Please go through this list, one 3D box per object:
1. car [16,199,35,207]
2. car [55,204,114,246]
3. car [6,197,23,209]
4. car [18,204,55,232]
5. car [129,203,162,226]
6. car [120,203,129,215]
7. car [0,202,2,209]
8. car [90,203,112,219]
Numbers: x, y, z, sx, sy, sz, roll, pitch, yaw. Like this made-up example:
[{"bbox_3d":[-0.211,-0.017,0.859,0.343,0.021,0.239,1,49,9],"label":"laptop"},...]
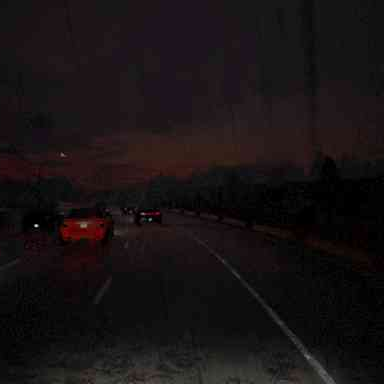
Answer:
[{"bbox_3d":[-26.114,2.222,53.107,1.994,1.385,4.181,0,-1,-16],"label":"car"},{"bbox_3d":[-5.119,1.536,16.728,2.097,1.767,4.553,0,-1,-10],"label":"car"},{"bbox_3d":[-31.805,1.984,60.173,2.150,2.045,5.566,0,0,-16],"label":"car"},{"bbox_3d":[-9.752,1.762,22.023,1.837,1.490,4.892,0,-1,-13],"label":"car"},{"bbox_3d":[-3.497,1.759,25.745,2.128,1.511,4.902,0,0,-14],"label":"car"},{"bbox_3d":[-7.646,2.039,40.592,1.895,1.301,4.718,0,-1,-16],"label":"car"},{"bbox_3d":[-34.849,2.109,58.125,2.097,1.767,4.553,0,-1,-16],"label":"car"},{"bbox_3d":[-9.755,1.942,35.419,2.033,1.411,5.357,0,-1,-16],"label":"car"}]
